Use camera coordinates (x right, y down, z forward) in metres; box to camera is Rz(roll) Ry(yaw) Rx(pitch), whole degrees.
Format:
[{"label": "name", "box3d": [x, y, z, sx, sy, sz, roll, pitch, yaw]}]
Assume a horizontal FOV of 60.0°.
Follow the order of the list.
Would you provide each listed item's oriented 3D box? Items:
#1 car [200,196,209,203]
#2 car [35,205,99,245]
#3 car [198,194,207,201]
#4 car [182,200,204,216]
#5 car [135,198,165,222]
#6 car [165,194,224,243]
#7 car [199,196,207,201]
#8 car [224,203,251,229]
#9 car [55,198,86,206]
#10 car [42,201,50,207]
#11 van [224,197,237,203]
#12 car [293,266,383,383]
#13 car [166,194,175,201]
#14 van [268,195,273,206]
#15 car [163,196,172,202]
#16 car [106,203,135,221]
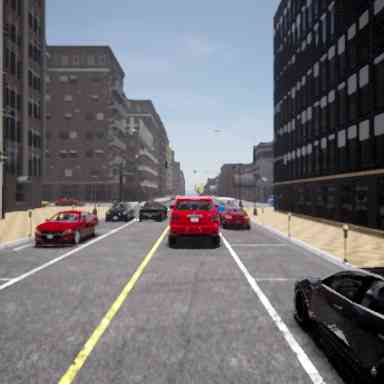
[{"label": "car", "box3d": [2.721, 1.578, 71.858, 1.752, 1.417, 4.829, 0, 0, 0]}, {"label": "car", "box3d": [-5.681, 1.547, 15.553, 1.887, 1.381, 4.507, 0, 0, 0]}, {"label": "car", "box3d": [2.728, 1.395, 88.306, 2.192, 1.841, 5.009, 0, 0, 0]}, {"label": "car", "box3d": [0.115, 1.557, 33.391, 2.033, 1.411, 5.357, 0, 0, 0]}, {"label": "car", "box3d": [-3.078, 1.484, 26.851, 1.882, 1.535, 5.008, 0, 0, 0]}, {"label": "car", "box3d": [0.105, 1.223, 16.114, 2.150, 2.045, 5.566, 0, 0, 0]}, {"label": "car", "box3d": [2.725, 1.652, 82.767, 1.802, 1.307, 4.206, 0, 0, 0]}, {"label": "car", "box3d": [2.669, 1.586, 21.212, 1.802, 1.307, 4.206, 0, 0, 0]}, {"label": "car", "box3d": [-17.447, 1.546, 47.721, 4.206, 1.307, 1.802, 0, 0, 0]}, {"label": "car", "box3d": [-22.940, 1.479, 47.710, 4.829, 1.417, 1.752, 0, 0, 0]}, {"label": "van", "box3d": [2.672, 1.347, 26.902, 1.690, 1.788, 3.998, 0, 0, 0]}, {"label": "car", "box3d": [2.663, 1.566, 4.145, 1.947, 1.339, 4.313, 0, 0, 0]}, {"label": "car", "box3d": [-5.653, 1.396, 88.309, 2.192, 1.841, 5.009, 0, 0, 0]}, {"label": "van", "box3d": [14.922, 1.437, 56.168, 3.998, 1.788, 1.690, 0, 0, 0]}, {"label": "car", "box3d": [-5.658, 1.586, 77.060, 1.752, 1.417, 4.829, 0, 0, 0]}, {"label": "car", "box3d": [-5.676, 1.573, 26.930, 1.947, 1.339, 4.313, 0, 0, 0]}]
